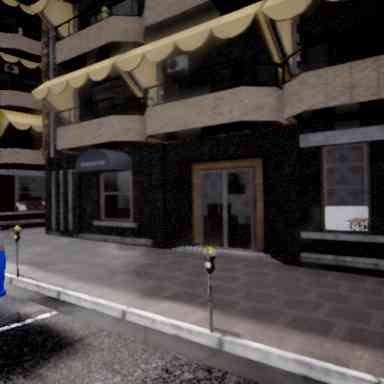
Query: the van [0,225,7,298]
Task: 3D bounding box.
[{"bbox_3d":[-5.412,1.372,6.753,3.998,1.788,1.690,0,-1,36],"label":"van"}]
